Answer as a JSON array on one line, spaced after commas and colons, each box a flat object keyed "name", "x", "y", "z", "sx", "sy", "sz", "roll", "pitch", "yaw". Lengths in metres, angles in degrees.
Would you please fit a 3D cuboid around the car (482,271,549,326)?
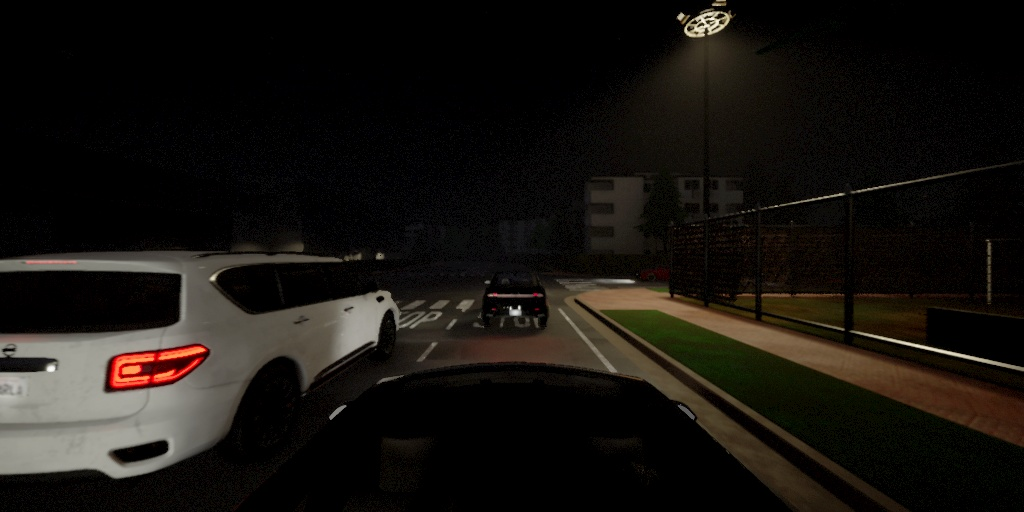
[{"name": "car", "x": 0.095, "y": 1.219, "z": 11.557, "sx": 2.128, "sy": 1.511, "sz": 4.902, "roll": 0, "pitch": 0, "yaw": 0}]

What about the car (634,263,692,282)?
[{"name": "car", "x": 11.606, "y": 1.236, "z": 27.578, "sx": 4.181, "sy": 1.385, "sz": 1.994, "roll": 0, "pitch": 0, "yaw": 0}]

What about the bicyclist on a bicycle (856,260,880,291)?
[{"name": "bicyclist on a bicycle", "x": 18.263, "y": 0.997, "z": 18.638, "sx": 0.582, "sy": 1.620, "sz": 1.656, "roll": 0, "pitch": 0, "yaw": 0}]

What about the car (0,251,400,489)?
[{"name": "car", "x": -3.401, "y": 0.964, "z": 5.097, "sx": 2.150, "sy": 2.045, "sz": 5.566, "roll": 0, "pitch": 0, "yaw": 0}]

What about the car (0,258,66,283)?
[{"name": "car", "x": -36.649, "y": 1.041, "z": 26.550, "sx": 4.553, "sy": 1.767, "sz": 2.097, "roll": 0, "pitch": 0, "yaw": 0}]

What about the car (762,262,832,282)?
[{"name": "car", "x": 21.751, "y": 1.177, "z": 27.627, "sx": 4.892, "sy": 1.490, "sz": 1.837, "roll": 0, "pitch": 0, "yaw": 0}]
